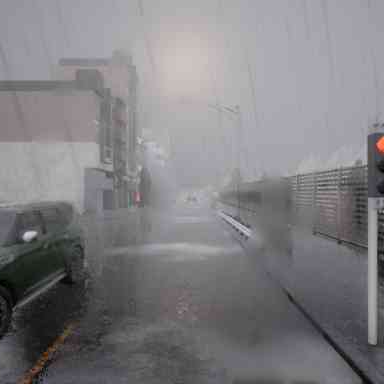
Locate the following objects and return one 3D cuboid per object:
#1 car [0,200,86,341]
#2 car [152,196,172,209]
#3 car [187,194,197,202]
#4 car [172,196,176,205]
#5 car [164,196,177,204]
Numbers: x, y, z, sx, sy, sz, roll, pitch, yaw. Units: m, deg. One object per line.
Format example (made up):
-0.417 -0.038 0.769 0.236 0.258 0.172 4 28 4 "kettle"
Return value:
-3.866 1.221 6.529 2.150 2.045 5.566 0 0 1 "car"
-4.118 1.505 44.325 1.837 1.490 4.892 0 0 0 "car"
-0.042 1.355 76.595 2.097 1.767 4.553 0 0 0 "car"
-4.116 1.477 54.559 1.882 1.535 5.008 0 0 0 "car"
-4.080 1.491 64.807 2.128 1.511 4.902 0 0 0 "car"
